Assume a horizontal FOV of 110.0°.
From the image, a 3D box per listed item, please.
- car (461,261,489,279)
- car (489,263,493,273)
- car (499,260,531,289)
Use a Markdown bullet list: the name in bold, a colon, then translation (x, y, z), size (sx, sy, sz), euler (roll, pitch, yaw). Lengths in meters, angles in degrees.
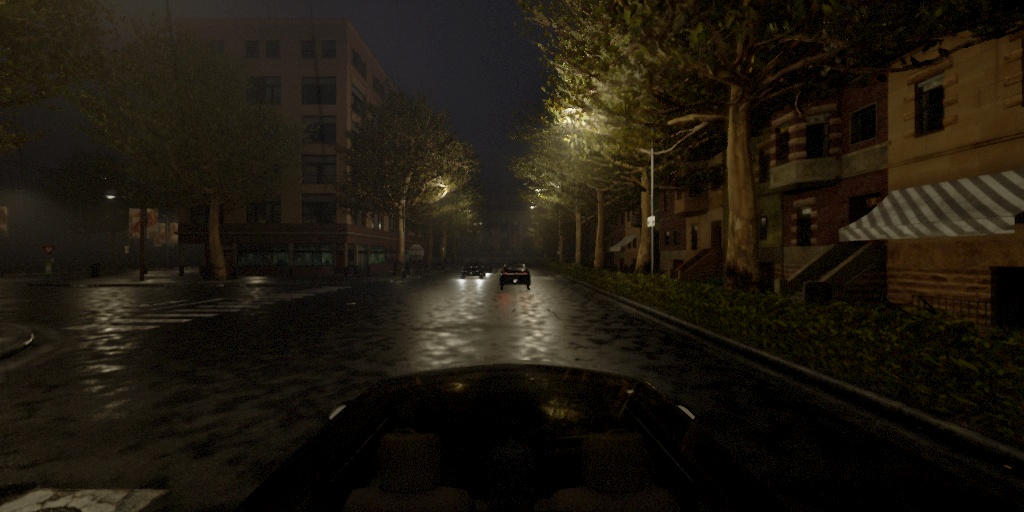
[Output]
- **car**: translation (-3.469, 1.240, 33.096), size (1.837, 1.490, 4.892), euler (0, 0, 1)
- **car**: translation (-3.388, 1.295, 42.983), size (1.994, 1.385, 4.181), euler (0, 0, 1)
- **car**: translation (0.195, 1.231, 23.040), size (2.128, 1.511, 4.902), euler (0, 0, 0)
